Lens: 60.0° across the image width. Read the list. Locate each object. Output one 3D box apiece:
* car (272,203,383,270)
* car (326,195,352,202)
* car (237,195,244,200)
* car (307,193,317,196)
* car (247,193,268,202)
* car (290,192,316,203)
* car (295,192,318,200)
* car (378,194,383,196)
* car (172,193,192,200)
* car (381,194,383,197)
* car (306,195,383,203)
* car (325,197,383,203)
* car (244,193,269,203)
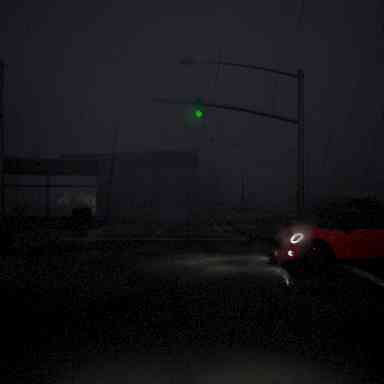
[{"bbox_3d":[4.927,1.350,10.566,4.553,1.767,2.097,0,0,-1],"label":"car"},{"bbox_3d":[30.719,1.293,69.534,4.514,1.523,2.007,0,0,-1],"label":"car"},{"bbox_3d":[14.398,1.327,88.307,4.674,1.442,1.812,0,0,-1],"label":"car"},{"bbox_3d":[20.228,1.295,50.010,4.514,1.523,2.007,0,0,-1],"label":"car"},{"bbox_3d":[12.885,1.072,65.667,3.866,1.878,1.905,0,0,-1],"label":"car"},{"bbox_3d":[20.792,1.093,62.474,4.605,1.855,1.932,0,0,-1],"label":"car"},{"bbox_3d":[30.426,1.027,88.454,5.566,2.045,2.150,0,0,-1],"label":"car"},{"bbox_3d":[20.305,1.317,40.017,3.633,1.501,1.845,0,0,-1],"label":"car"},{"bbox_3d":[-2.898,1.158,88.148,4.553,1.767,2.097,0,0,-1],"label":"car"},{"bbox_3d":[37.811,1.228,65.955,3.806,1.475,1.970,0,0,-1],"label":"car"},{"bbox_3d":[12.773,1.329,28.081,5.027,1.636,2.152,0,0,-1],"label":"car"},{"bbox_3d":[12.862,1.338,24.945,4.514,1.523,2.007,0,0,-1],"label":"car"},{"bbox_3d":[12.313,1.357,62.335,3.806,1.475,1.970,0,0,-1],"label":"car"}]
